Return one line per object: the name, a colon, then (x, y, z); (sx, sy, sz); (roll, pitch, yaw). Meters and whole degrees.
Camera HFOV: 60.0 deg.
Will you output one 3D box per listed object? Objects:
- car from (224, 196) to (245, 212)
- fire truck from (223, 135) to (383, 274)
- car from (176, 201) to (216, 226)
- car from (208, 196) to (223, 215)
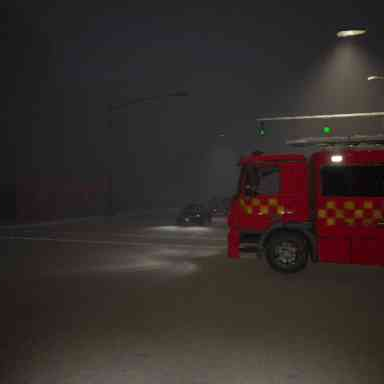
car: (5.952, 1.603, 45.771); (2.150, 2.045, 5.566); (0, -1, 15)
fire truck: (5.436, 0.369, 9.734); (8.468, 3.827, 2.891); (0, 0, 16)
car: (0.277, 1.627, 24.823); (1.812, 1.442, 4.674); (0, -1, 15)
car: (3.025, 1.443, 34.921); (2.150, 2.045, 5.566); (0, -1, 16)
